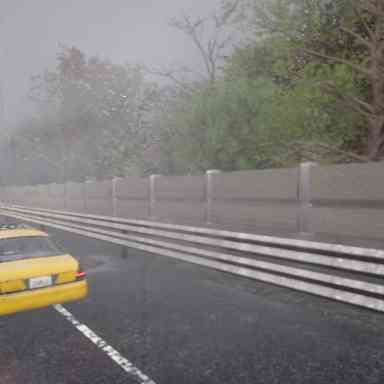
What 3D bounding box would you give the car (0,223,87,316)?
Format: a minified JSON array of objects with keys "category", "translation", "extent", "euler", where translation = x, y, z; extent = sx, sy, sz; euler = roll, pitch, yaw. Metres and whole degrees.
[{"category":"car","translation":[-4.110,1.474,7.507],"extent":[1.801,1.575,5.366],"euler":[-1,0,-39]}]
